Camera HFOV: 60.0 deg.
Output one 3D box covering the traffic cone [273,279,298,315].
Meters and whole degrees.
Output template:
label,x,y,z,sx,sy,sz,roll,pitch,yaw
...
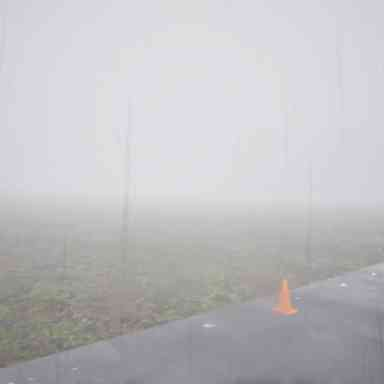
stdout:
label,x,y,z,sx,sy,sz,roll,pitch,yaw
traffic cone,1.759,1.938,6.259,0.340,0.580,0.340,0,0,-35
